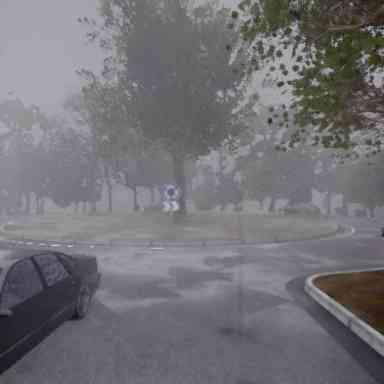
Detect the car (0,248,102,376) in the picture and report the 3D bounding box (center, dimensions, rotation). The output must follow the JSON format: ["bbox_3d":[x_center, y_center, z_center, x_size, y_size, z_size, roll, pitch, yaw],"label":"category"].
[{"bbox_3d":[-2.973,1.611,4.851,2.033,1.411,5.357,0,-1,4],"label":"car"}]

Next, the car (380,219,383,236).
[{"bbox_3d":[12.253,1.845,19.423,1.895,1.301,4.718,0,-1,34],"label":"car"}]

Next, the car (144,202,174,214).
[{"bbox_3d":[-3.894,2.078,43.756,4.674,1.442,1.812,0,-1,-5],"label":"car"}]

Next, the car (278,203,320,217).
[{"bbox_3d":[11.780,1.955,36.954,2.128,1.511,4.902,1,-1,-32],"label":"car"}]
